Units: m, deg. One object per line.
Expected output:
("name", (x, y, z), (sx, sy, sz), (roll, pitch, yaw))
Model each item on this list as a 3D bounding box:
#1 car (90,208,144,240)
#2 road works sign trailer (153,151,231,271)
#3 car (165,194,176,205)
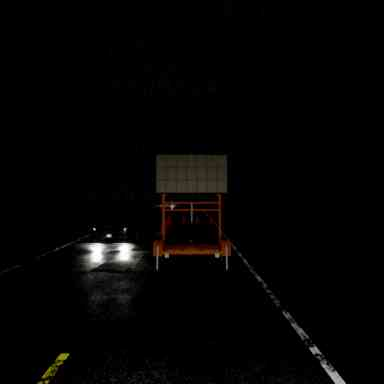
("car", (-3.667, 1.546, 17.310), (2.033, 1.411, 5.357), (0, 0, 0))
("road works sign trailer", (-0.009, 0.463, 10.937), (2.380, 3.560, 2.880), (0, 0, -1))
("car", (-4.195, 1.480, 58.015), (1.882, 1.535, 5.008), (0, 0, -1))
